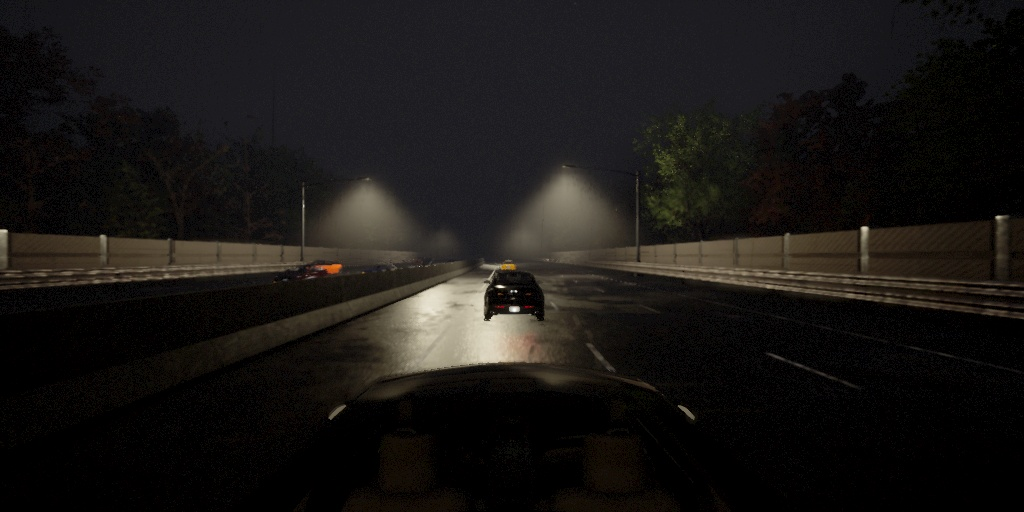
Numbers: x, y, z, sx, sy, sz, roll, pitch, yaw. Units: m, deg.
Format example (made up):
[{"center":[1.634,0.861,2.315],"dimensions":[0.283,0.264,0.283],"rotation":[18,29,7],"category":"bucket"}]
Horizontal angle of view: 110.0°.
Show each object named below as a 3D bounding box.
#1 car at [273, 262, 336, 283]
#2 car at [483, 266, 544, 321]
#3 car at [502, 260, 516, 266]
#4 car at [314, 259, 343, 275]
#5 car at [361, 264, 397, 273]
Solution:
[{"center":[-14.260,1.321,24.563],"dimensions":[1.994,1.385,4.181],"rotation":[0,0,-1],"category":"car"},{"center":[0.056,1.258,12.564],"dimensions":[1.837,1.490,4.892],"rotation":[0,0,0],"category":"car"},{"center":[-0.417,1.220,43.905],"dimensions":[1.801,1.575,5.366],"rotation":[0,0,-1],"category":"car"},{"center":[-17.902,1.111,33.883],"dimensions":[2.097,1.767,4.553],"rotation":[0,0,-1],"category":"car"},{"center":[-10.836,1.359,29.957],"dimensions":[1.895,1.301,4.718],"rotation":[0,0,-1],"category":"car"}]
